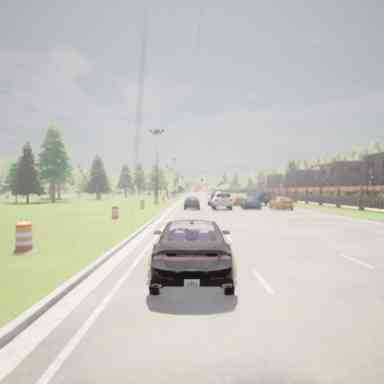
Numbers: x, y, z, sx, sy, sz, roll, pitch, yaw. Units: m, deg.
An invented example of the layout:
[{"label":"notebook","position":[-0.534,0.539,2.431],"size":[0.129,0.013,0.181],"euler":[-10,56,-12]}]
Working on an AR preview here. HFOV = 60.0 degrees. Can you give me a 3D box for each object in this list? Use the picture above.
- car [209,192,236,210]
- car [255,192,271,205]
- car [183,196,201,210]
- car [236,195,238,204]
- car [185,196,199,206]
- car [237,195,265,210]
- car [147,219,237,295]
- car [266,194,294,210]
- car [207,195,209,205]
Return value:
[{"label":"car","position":[3.493,1.036,39.206],"size":[2.150,2.045,5.566],"euler":[0,0,0]},{"label":"car","position":[10.491,0.986,49.627],"size":[2.150,2.045,5.566],"euler":[0,0,0]},{"label":"car","position":[-0.007,1.306,39.176],"size":[2.128,1.511,4.902],"euler":[0,0,0]},{"label":"car","position":[6.991,1.243,49.597],"size":[1.882,1.535,5.008],"euler":[0,0,0]},{"label":"car","position":[-0.009,1.313,49.596],"size":[2.033,1.411,5.357],"euler":[0,0,0]},{"label":"car","position":[6.992,1.376,39.594],"size":[1.994,1.385,4.181],"euler":[0,0,0]},{"label":"car","position":[-0.002,1.451,8.564],"size":[2.128,1.511,4.902],"euler":[0,0,0]},{"label":"car","position":[10.493,1.292,39.178],"size":[1.882,1.535,5.008],"euler":[0,0,0]},{"label":"car","position":[3.491,0.987,49.625],"size":[2.150,2.045,5.566],"euler":[0,0,0]}]
